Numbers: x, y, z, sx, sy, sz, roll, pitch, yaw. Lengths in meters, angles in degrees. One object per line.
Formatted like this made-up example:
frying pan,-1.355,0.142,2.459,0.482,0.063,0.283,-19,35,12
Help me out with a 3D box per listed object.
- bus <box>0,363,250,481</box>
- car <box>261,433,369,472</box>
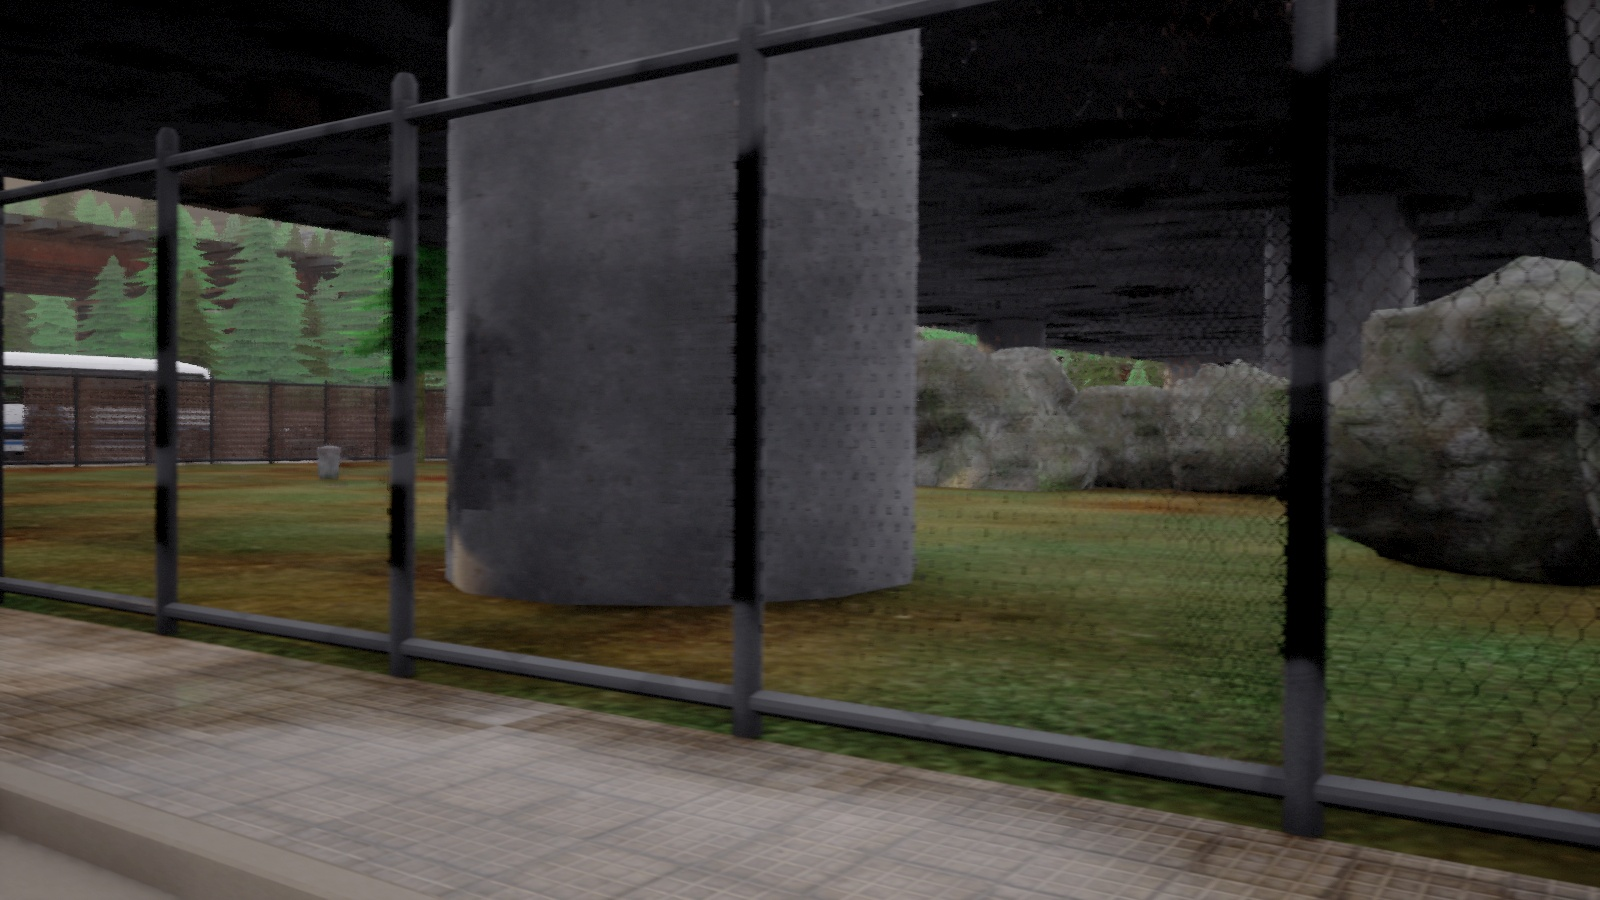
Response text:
bus,-27.901,-1.078,50.204,3.944,4.253,10.273,0,1,34
car,-20.922,0.078,54.255,1.851,1.617,3.988,0,1,34
